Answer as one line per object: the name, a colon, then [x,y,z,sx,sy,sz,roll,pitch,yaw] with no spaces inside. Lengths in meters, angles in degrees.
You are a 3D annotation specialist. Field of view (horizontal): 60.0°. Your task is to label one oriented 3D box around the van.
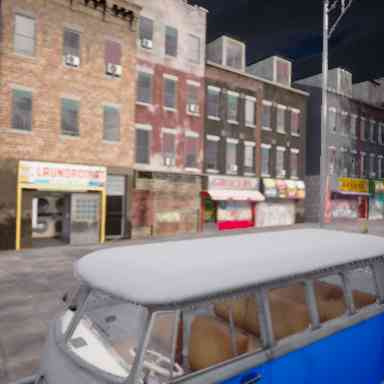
van: [0.639,1.343,3.233,3.998,1.788,1.690,0,2,-35]
